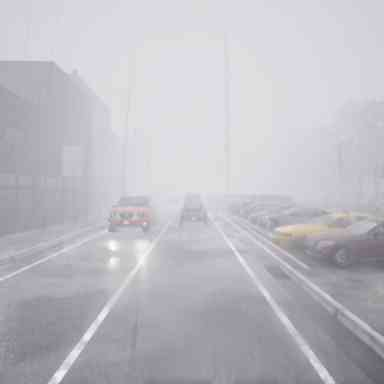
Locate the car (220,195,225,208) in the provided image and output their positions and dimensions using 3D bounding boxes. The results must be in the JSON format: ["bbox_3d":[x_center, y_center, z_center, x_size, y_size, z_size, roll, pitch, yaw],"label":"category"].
[{"bbox_3d":[6.329,1.443,38.443,5.366,1.575,1.946,0,0,0],"label":"car"}]

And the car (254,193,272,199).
[{"bbox_3d":[19.448,1.083,91.445,4.553,1.767,2.185,0,1,0],"label":"car"}]

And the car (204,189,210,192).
[{"bbox_3d":[6.345,0.992,85.759,5.566,2.045,2.435,0,0,0],"label":"car"}]

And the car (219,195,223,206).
[{"bbox_3d":[6.160,1.439,41.226,4.892,1.521,2.231,0,0,0],"label":"car"}]

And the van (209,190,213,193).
[{"bbox_3d":[6.382,1.089,71.842,4.442,1.987,1.878,0,0,0],"label":"van"}]

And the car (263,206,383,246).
[{"bbox_3d":[5.867,1.512,13.395,5.366,1.575,1.946,0,0,0],"label":"car"}]

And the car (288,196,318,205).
[{"bbox_3d":[19.297,1.418,57.903,4.674,1.452,2.002,0,0,0],"label":"car"}]

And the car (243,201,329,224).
[{"bbox_3d":[6.053,1.522,21.744,4.792,1.488,2.163,0,0,0],"label":"car"}]

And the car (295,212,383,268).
[{"bbox_3d":[6.058,1.562,10.753,4.674,1.452,2.002,1,0,1],"label":"car"}]

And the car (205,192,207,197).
[{"bbox_3d":[6.481,1.269,80.193,5.366,1.575,1.946,0,0,0],"label":"car"}]

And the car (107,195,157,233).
[{"bbox_3d":[-3.348,1.187,19.657,2.150,2.045,5.566,0,0,0],"label":"car"}]

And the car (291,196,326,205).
[{"bbox_3d":[19.279,1.389,55.118,5.008,1.535,2.097,0,0,0],"label":"car"}]

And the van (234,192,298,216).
[{"bbox_3d":[5.987,1.252,27.434,4.442,1.987,1.878,0,0,0],"label":"van"}]

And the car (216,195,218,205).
[{"bbox_3d":[6.177,1.460,46.794,4.674,1.452,2.002,0,0,0],"label":"car"}]

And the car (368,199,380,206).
[{"bbox_3d":[19.379,1.467,30.177,5.366,1.575,1.946,0,0,0],"label":"car"}]

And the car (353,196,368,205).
[{"bbox_3d":[19.208,1.463,32.838,5.008,1.535,2.097,0,0,0],"label":"car"}]

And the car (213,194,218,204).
[{"bbox_3d":[6.165,1.429,52.360,4.792,1.488,2.163,0,0,0],"label":"car"}]

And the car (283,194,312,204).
[{"bbox_3d":[19.273,1.240,60.688,4.553,1.767,2.185,0,0,0],"label":"car"}]

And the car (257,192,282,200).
[{"bbox_3d":[19.358,1.006,82.966,5.566,2.045,2.435,0,0,0],"label":"car"}]

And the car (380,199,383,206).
[{"bbox_3d":[19.211,1.226,27.392,5.566,2.045,2.435,0,0,0],"label":"car"}]

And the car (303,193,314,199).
[{"bbox_3d":[19.226,1.169,46.761,5.566,2.045,2.435,0,0,0],"label":"car"}]

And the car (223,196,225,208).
[{"bbox_3d":[6.127,1.456,35.660,4.892,1.521,2.231,0,0,0],"label":"car"}]

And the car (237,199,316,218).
[{"bbox_3d":[6.086,1.486,24.527,4.892,1.521,2.231,0,0,0],"label":"car"}]

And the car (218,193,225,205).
[{"bbox_3d":[6.133,1.304,44.011,4.553,1.767,2.185,0,0,0],"label":"car"}]

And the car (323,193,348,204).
[{"bbox_3d":[19.265,1.313,41.192,4.553,1.767,2.185,0,0,0],"label":"car"}]

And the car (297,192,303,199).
[{"bbox_3d":[19.242,1.274,52.334,4.553,1.767,2.185,0,0,0],"label":"car"}]

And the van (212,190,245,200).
[{"bbox_3d":[6.087,1.163,55.206,4.442,1.987,1.878,0,0,0],"label":"van"}]

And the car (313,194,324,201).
[{"bbox_3d":[19.250,1.431,43.978,4.892,1.521,2.231,0,0,0],"label":"car"}]

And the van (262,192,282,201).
[{"bbox_3d":[19.259,1.046,80.181,4.442,1.987,1.878,0,0,0],"label":"van"}]

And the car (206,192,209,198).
[{"bbox_3d":[6.282,1.302,74.627,4.892,1.521,2.231,0,0,0],"label":"car"}]

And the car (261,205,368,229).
[{"bbox_3d":[6.091,1.537,16.178,4.792,1.488,2.163,0,0,0],"label":"car"}]

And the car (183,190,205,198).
[{"bbox_3d":[0.105,1.142,40.453,2.150,2.045,5.566,0,0,0],"label":"car"}]

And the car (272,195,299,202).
[{"bbox_3d":[19.342,1.329,69.042,4.892,1.521,2.231,0,0,0],"label":"car"}]

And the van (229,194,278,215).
[{"bbox_3d":[6.006,1.237,32.876,4.442,1.987,1.878,0,0,0],"label":"van"}]

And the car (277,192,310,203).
[{"bbox_3d":[19.287,1.103,63.471,5.566,2.045,2.435,0,0,0],"label":"car"}]

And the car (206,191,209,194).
[{"bbox_3d":[6.255,1.160,77.535,4.553,1.767,2.185,0,0,0],"label":"car"}]

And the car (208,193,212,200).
[{"bbox_3d":[6.039,1.363,60.711,5.366,1.575,1.946,0,0,0],"label":"car"}]

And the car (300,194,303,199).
[{"bbox_3d":[19.269,1.410,49.549,5.008,1.535,2.097,0,0,0],"label":"car"}]

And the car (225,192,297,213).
[{"bbox_3d":[6.085,1.219,30.093,5.566,2.045,2.435,0,0,0],"label":"car"}]

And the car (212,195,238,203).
[{"bbox_3d":[6.237,1.394,63.493,4.674,1.452,2.002,0,0,0],"label":"car"}]

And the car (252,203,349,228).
[{"bbox_3d":[6.075,1.540,18.961,4.674,1.452,2.002,0,0,0],"label":"car"}]

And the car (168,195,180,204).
[{"bbox_3d":[-3.287,1.324,60.745,1.882,1.535,5.008,0,0,1],"label":"car"}]

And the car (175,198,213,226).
[{"bbox_3d":[0.103,1.450,23.118,2.128,1.511,4.902,0,0,0],"label":"car"}]

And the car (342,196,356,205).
[{"bbox_3d":[19.183,1.484,35.624,4.792,1.488,2.163,0,0,0],"label":"car"}]
